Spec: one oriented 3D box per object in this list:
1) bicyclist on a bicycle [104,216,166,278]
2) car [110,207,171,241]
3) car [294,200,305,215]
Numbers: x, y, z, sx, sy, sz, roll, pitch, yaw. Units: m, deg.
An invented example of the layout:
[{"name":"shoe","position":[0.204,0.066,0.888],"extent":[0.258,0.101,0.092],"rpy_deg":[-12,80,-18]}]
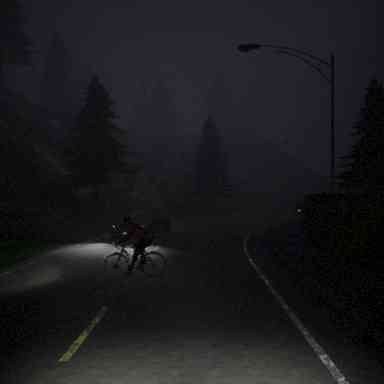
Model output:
[{"name":"bicyclist on a bicycle","position":[-1.501,1.453,8.674],"extent":[1.656,1.620,0.582],"rpy_deg":[-2,0,1]},{"name":"car","position":[-2.380,1.526,16.729],"extent":[1.812,1.442,4.674],"rpy_deg":[0,0,13]},{"name":"car","position":[12.042,1.503,33.015],"extent":[4.892,1.490,1.837],"rpy_deg":[0,-1,-39]}]
